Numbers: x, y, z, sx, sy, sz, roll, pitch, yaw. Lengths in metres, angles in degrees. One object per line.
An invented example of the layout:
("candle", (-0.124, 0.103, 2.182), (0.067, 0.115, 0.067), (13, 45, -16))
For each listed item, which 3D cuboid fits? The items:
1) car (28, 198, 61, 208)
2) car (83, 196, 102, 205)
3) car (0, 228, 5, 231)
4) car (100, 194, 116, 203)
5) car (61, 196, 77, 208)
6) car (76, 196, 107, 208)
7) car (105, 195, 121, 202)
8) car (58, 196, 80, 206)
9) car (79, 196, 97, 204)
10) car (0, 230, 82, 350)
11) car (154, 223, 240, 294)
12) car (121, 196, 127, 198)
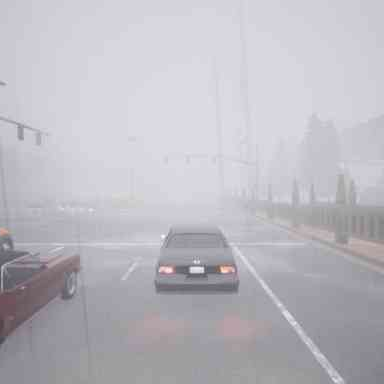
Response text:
("car", (-21.157, 1.546, 47.347), (2.033, 1.411, 5.357), (0, 0, 0))
("car", (-17.638, 1.476, 59.395), (1.882, 1.535, 5.008), (0, 0, 0))
("car", (-6.911, 1.352, 9.116), (2.097, 1.767, 4.553), (0, 0, 0))
("car", (-17.587, 1.354, 69.694), (2.097, 1.767, 4.553), (0, 0, 0))
("car", (-17.641, 1.525, 49.360), (1.812, 1.442, 4.674), (0, 0, 0))
("car", (-14.157, 1.546, 47.238), (2.033, 1.411, 5.357), (0, 0, 0))
("car", (-14.147, 1.600, 57.310), (1.895, 1.301, 4.718), (0, 0, 0))
("car", (-21.143, 1.476, 57.218), (1.882, 1.535, 5.008), (0, 0, 0))
("car", (-21.085, 1.524, 67.558), (2.128, 1.511, 4.902), (0, 0, 0))
("car", (-3.406, 1.601, 5.453), (1.895, 1.301, 4.718), (0, 0, 0))
("car", (0.089, 1.547, 8.910), (2.033, 1.411, 5.357), (0, 0, 0))
("car", (-14.086, 1.490, 67.754), (2.128, 1.511, 4.902), (0, 0, 0))
